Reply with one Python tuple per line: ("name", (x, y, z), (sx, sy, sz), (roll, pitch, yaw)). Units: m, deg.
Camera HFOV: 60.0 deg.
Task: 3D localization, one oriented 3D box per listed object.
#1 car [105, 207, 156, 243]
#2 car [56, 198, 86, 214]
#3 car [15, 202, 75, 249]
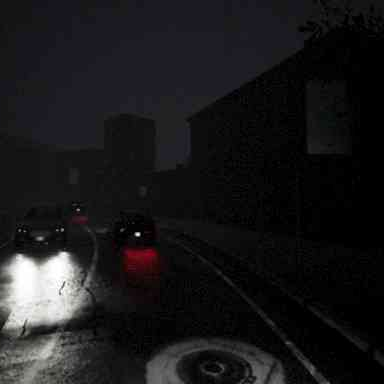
("car", (-3.005, 1.470, 16.045), (1.837, 1.490, 4.892), (2, 0, -18))
("car", (-11.647, 1.293, 31.656), (1.837, 1.490, 4.892), (4, -1, -38))
("car", (-6.292, 1.396, 14.342), (2.128, 1.511, 4.902), (1, 0, -19))
